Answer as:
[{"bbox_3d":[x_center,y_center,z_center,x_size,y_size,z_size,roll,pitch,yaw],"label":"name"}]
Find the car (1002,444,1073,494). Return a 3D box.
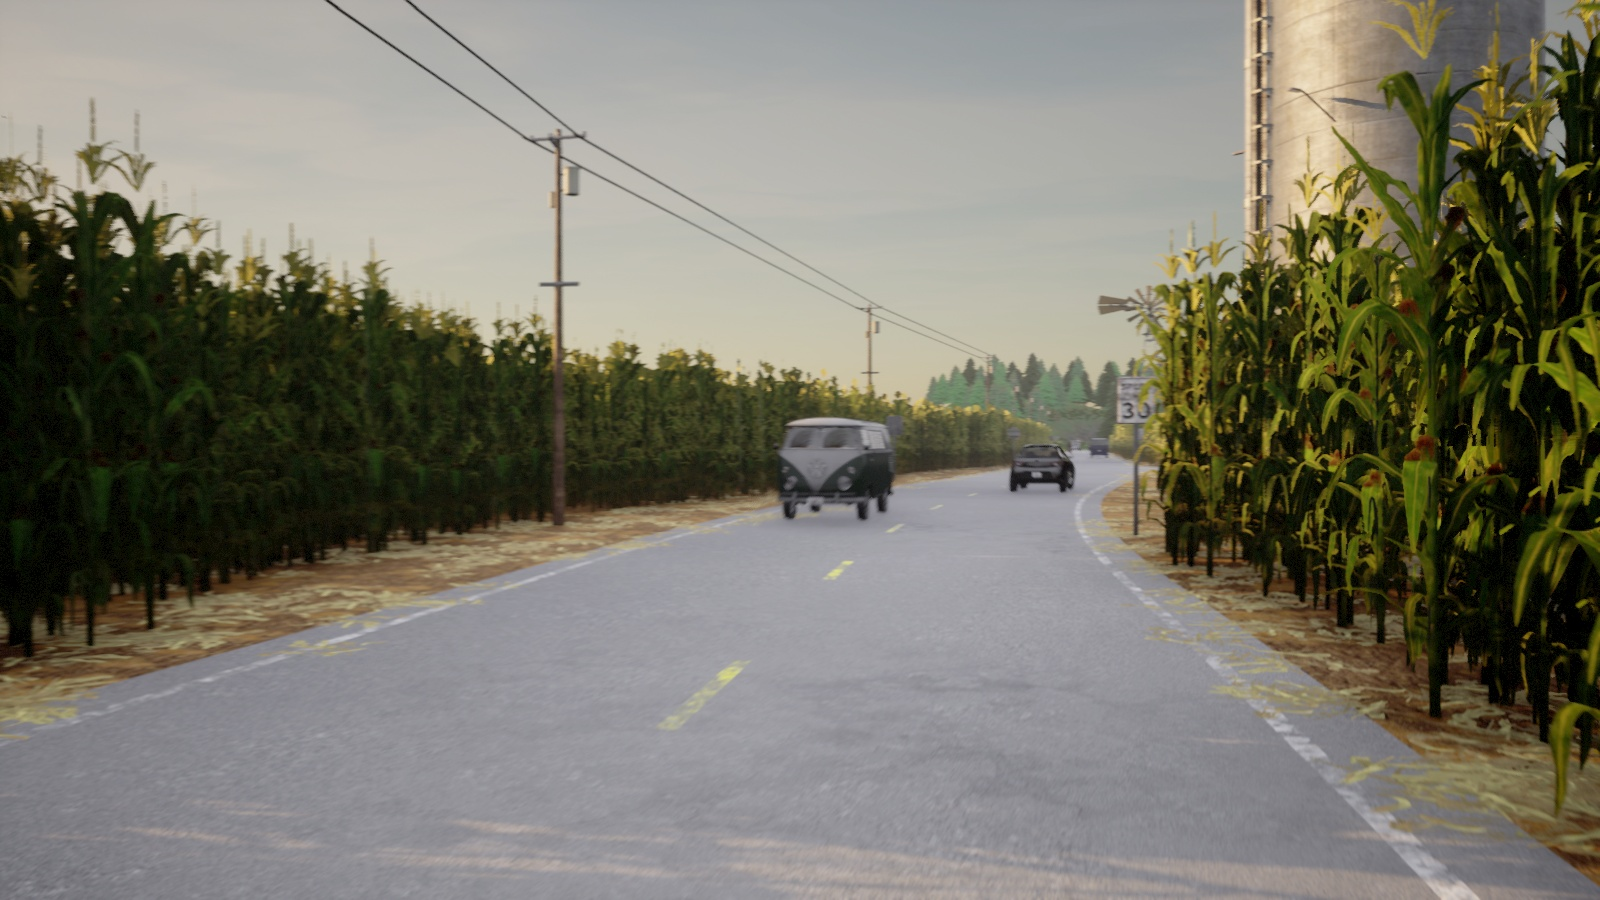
[{"bbox_3d":[7.588,0.552,39.834,1.816,1.474,4.193,0,0,16],"label":"car"}]

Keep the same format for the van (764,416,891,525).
[{"bbox_3d":[0.656,0.358,25.365,1.775,1.987,4.442,0,0,12],"label":"van"}]
